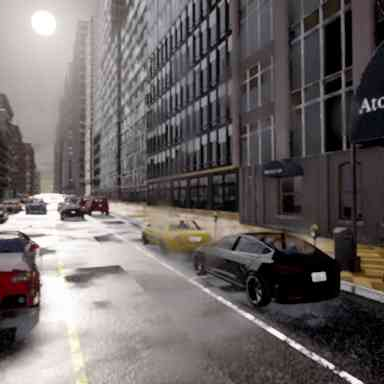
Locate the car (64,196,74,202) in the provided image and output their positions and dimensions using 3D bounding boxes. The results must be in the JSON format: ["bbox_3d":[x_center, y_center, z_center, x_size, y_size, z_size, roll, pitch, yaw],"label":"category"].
[{"bbox_3d":[-29.893,1.738,80.637,1.947,1.339,4.313,1,-1,-23],"label":"car"}]

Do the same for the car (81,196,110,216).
[{"bbox_3d":[-9.702,1.405,33.954,2.192,1.841,5.009,1,-1,-23],"label":"car"}]

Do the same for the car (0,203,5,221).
[{"bbox_3d":[-12.912,1.582,20.254,1.887,1.381,4.507,1,-1,-23],"label":"car"}]

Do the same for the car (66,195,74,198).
[{"bbox_3d":[-23.161,1.587,65.075,1.967,1.590,4.097,1,-1,-23],"label":"car"}]

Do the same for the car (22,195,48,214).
[{"bbox_3d":[-16.756,1.430,35.892,2.097,1.767,4.553,0,0,-23],"label":"car"}]

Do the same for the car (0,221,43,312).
[{"bbox_3d":[-4.420,1.579,7.375,1.994,1.385,4.181,0,0,-23],"label":"car"}]

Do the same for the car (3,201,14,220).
[{"bbox_3d":[-15.155,1.615,25.440,1.947,1.339,4.313,1,-1,-23],"label":"car"}]

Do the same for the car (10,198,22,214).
[{"bbox_3d":[-19.641,1.615,35.816,1.887,1.381,4.507,1,-1,-23],"label":"car"}]

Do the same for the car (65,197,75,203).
[{"bbox_3d":[-27.650,1.730,75.450,1.947,1.339,4.313,1,-1,-23],"label":"car"}]

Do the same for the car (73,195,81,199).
[{"bbox_3d":[-14.187,1.425,44.329,2.192,1.841,5.009,1,-1,-23],"label":"car"}]

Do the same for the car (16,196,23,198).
[{"bbox_3d":[-21.816,1.606,40.846,1.752,1.417,4.829,1,-1,-23],"label":"car"}]

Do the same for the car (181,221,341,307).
[{"bbox_3d":[1.509,1.597,8.016,1.947,1.339,4.313,1,-1,-23],"label":"car"}]

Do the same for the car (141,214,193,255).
[{"bbox_3d":[-0.801,1.569,13.360,1.752,1.417,4.829,1,-1,-23],"label":"car"}]

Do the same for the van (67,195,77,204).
[{"bbox_3d":[-25.403,1.497,70.265,1.690,1.788,3.998,1,-1,-23],"label":"van"}]

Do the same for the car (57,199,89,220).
[{"bbox_3d":[-10.635,1.637,29.503,1.994,1.385,4.181,0,0,-23],"label":"car"}]
